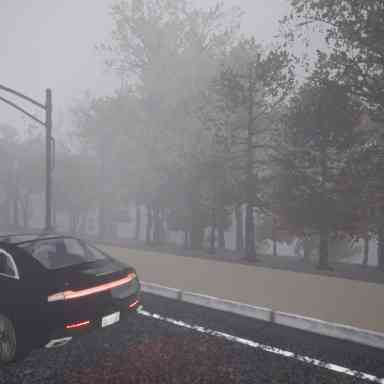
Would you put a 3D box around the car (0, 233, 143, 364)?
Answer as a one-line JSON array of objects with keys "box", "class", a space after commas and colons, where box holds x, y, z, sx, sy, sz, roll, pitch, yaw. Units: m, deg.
[{"box": [-3.061, 1.491, 5.868, 4.902, 1.511, 2.128, 0, 0, 36], "class": "car"}]
